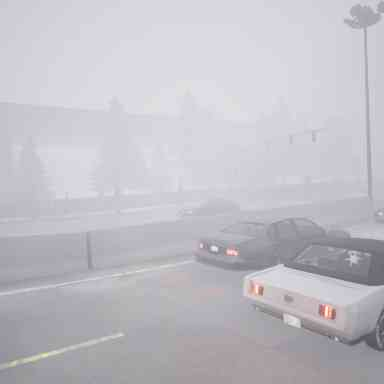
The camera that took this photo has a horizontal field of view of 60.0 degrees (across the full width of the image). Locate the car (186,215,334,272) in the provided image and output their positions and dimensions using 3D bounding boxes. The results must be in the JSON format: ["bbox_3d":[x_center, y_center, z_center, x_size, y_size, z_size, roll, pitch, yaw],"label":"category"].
[{"bbox_3d":[2.609,1.400,9.938,5.357,1.411,2.033,-3,1,-36],"label":"car"}]

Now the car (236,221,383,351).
[{"bbox_3d":[3.244,1.506,6.086,4.718,1.301,1.895,-2,1,-36],"label":"car"}]

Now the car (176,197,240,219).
[{"bbox_3d":[1.111,1.099,22.043,4.674,1.442,1.812,-4,2,-36],"label":"car"}]

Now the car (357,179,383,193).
[{"bbox_3d":[22.810,-0.835,41.982,4.553,1.767,2.097,-4,2,-36],"label":"car"}]

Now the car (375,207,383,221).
[{"bbox_3d":[10.757,0.868,15.801,5.357,1.411,2.033,-4,2,-36],"label":"car"}]
